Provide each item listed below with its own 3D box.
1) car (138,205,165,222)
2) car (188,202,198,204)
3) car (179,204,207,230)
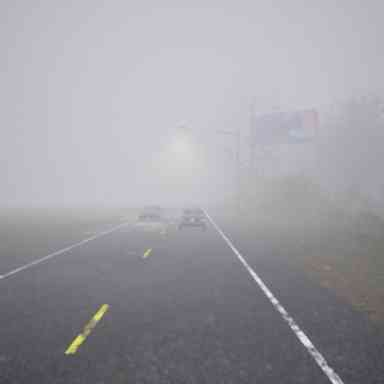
[{"bbox_3d":[-3.530,1.854,29.907,2.033,1.411,5.357,0,-1,1],"label":"car"},{"bbox_3d":[0.115,1.980,42.405,2.033,1.411,5.357,0,-1,0],"label":"car"},{"bbox_3d":[0.063,1.782,22.846,2.033,1.411,5.357,0,-1,1],"label":"car"}]
